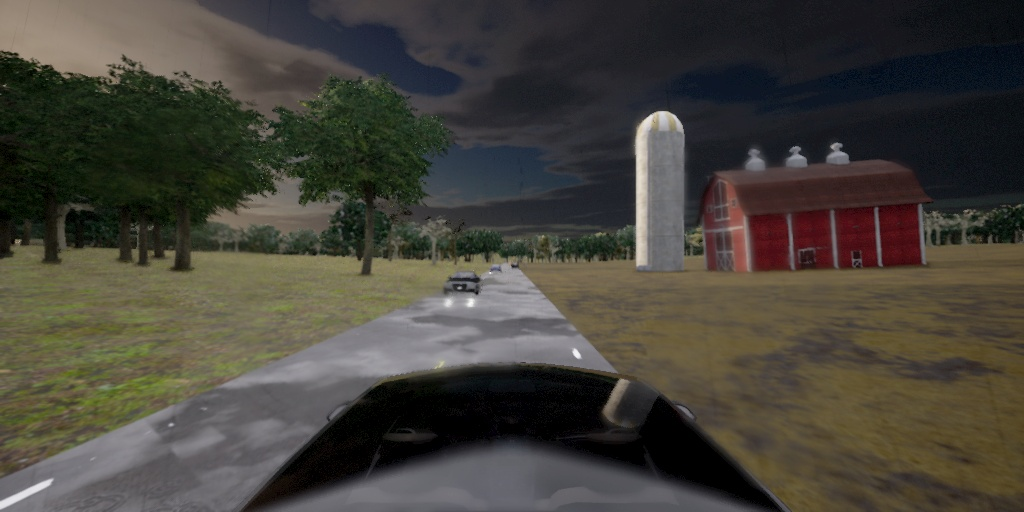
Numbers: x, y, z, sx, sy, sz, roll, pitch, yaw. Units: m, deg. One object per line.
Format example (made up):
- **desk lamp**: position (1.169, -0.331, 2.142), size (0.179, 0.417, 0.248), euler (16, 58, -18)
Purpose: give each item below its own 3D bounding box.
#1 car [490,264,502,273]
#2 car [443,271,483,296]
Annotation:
- **car**: position (-2.814, 2.156, 62.794), size (1.812, 1.442, 4.674), euler (0, -1, 1)
- **car**: position (-2.858, 1.602, 21.655), size (1.994, 1.385, 4.181), euler (0, -1, 0)
